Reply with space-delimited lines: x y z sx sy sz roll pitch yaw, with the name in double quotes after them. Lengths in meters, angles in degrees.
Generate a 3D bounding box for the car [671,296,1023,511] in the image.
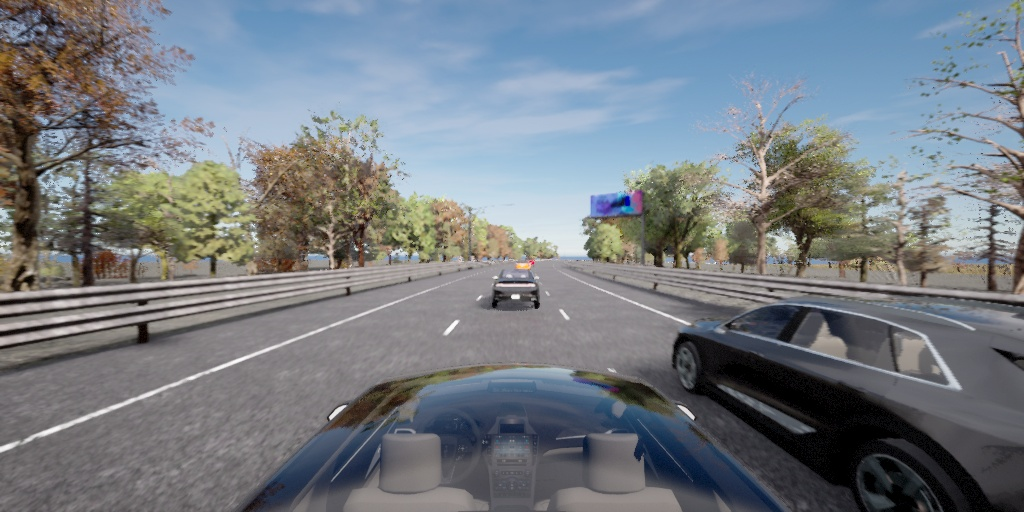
3.495 1.195 3.760 2.033 1.649 4.856 0 0 0 "car"

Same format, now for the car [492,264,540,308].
0.180 1.289 15.514 2.128 1.511 4.902 0 0 1 "car"

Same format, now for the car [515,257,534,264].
1.508 1.287 48.184 2.097 1.767 4.553 0 0 3 "car"
